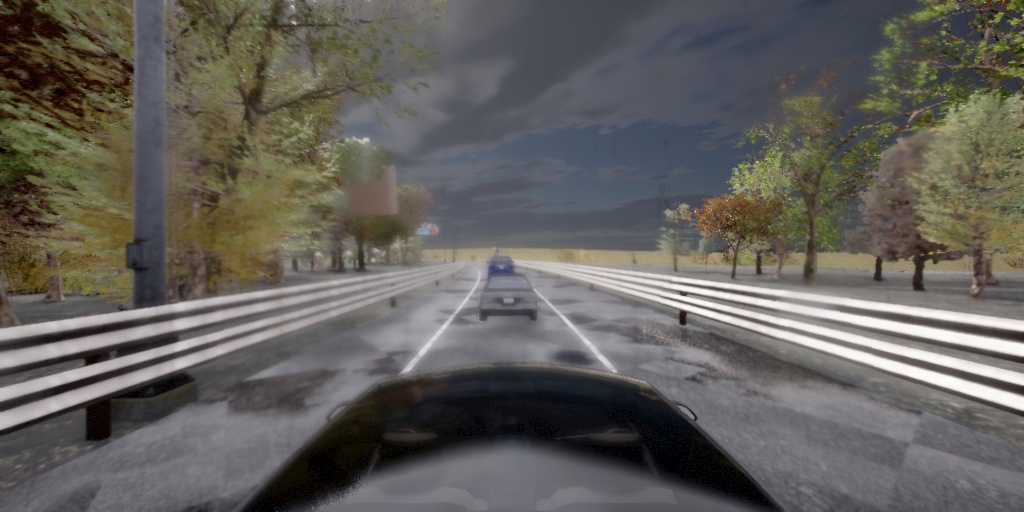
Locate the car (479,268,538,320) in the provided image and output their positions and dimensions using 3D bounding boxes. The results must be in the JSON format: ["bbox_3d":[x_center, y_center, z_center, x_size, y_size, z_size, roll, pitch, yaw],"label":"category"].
[{"bbox_3d":[-0.136,1.306,12.601,2.033,1.411,5.357,0,0,-1],"label":"car"}]

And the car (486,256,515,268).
[{"bbox_3d":[-0.953,1.001,30.166,2.150,2.045,5.566,0,0,-4],"label":"car"}]
